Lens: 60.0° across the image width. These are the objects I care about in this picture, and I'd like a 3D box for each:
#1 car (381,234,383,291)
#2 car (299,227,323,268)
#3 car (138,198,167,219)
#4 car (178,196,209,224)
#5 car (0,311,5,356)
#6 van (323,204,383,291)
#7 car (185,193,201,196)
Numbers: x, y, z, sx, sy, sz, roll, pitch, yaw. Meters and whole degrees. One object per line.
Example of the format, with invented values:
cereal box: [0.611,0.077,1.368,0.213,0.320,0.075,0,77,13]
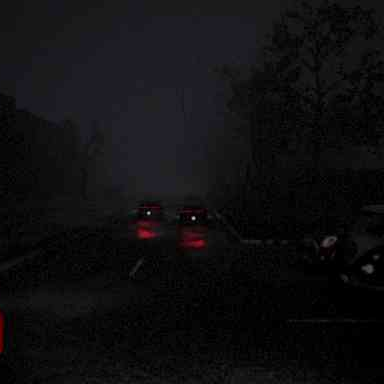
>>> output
car: [5.532,1.476,4.246,4.892,1.521,2.231,0,0,0]
car: [5.567,1.326,9.756,4.553,1.767,2.185,0,0,0]
car: [-3.152,1.253,26.686,1.837,1.490,4.892,0,1,0]
car: [0.099,1.321,23.104,1.837,1.490,4.892,0,2,0]
car: [-3.150,1.221,1.311,2.150,2.045,5.566,0,0,0]
van: [5.421,1.241,7.003,4.442,1.987,1.878,0,0,0]
car: [0.098,0.842,41.722,1.882,1.535,5.008,0,2,0]
